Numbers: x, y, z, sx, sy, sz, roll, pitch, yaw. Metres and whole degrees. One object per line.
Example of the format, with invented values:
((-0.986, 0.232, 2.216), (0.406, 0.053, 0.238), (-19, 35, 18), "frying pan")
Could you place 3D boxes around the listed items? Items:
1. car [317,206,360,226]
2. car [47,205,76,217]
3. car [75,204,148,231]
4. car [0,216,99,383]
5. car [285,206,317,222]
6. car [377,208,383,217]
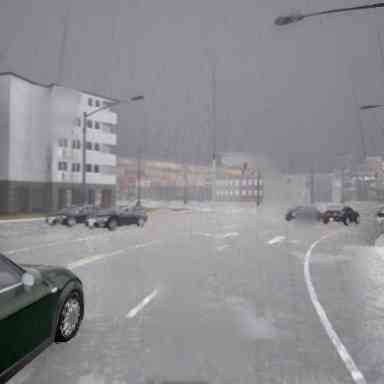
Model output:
((12.457, 1.914, 27.706), (1.837, 1.490, 4.892), (0, -1, 42), "car")
((-7.936, 1.642, 23.482), (2.128, 1.511, 4.902), (0, -1, 28), "car")
((-4.839, 1.662, 21.851), (2.128, 1.511, 4.902), (0, -1, 28), "car")
((-2.985, 1.354, 3.750), (2.097, 1.767, 4.553), (1, -1, 6), "car")
((10.273, 1.974, 30.510), (1.994, 1.385, 4.181), (0, -1, 43), "car")
((22.803, 2.169, 37.062), (4.181, 1.385, 1.994), (1, 0, -19), "car")
